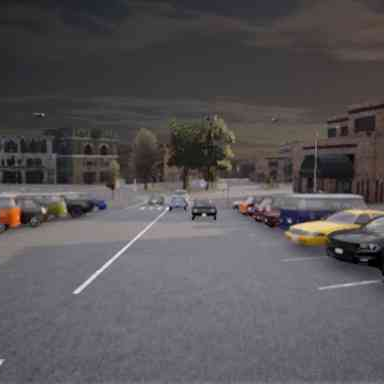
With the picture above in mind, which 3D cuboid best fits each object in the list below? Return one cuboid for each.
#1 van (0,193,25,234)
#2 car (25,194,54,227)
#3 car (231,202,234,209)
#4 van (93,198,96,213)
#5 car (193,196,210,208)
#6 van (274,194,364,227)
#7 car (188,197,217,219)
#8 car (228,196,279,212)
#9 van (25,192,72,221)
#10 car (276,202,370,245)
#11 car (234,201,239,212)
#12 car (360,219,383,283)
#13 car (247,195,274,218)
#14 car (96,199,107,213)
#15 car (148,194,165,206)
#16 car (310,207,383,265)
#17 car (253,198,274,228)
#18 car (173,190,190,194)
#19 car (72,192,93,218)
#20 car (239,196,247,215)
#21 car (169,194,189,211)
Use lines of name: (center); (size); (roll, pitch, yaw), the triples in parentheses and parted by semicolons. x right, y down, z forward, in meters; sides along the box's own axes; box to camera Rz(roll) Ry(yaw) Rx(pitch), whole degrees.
van: (-11.226, 1.127, 16.856); (4.442, 1.987, 1.878); (-1, 1, -19)
car: (-11.010, 1.198, 19.908); (4.553, 1.767, 2.185); (-1, 1, -18)
car: (6.240, 1.215, 30.639); (4.792, 1.488, 2.163); (1, 1, -20)
van: (-10.915, 1.020, 28.857); (4.442, 1.987, 1.878); (-1, 1, -18)
car: (1.067, 1.222, 40.925); (1.895, 1.301, 4.718); (0, 1, -1)
van: (6.482, 1.097, 15.948); (4.442, 1.987, 1.878); (1, 0, -20)
car: (0.982, 1.360, 26.274); (1.895, 1.301, 4.718); (0, 1, 3)
car: (6.242, 1.199, 33.602); (4.674, 1.452, 2.002); (1, 1, -21)
van: (-10.854, 1.070, 22.942); (4.442, 1.987, 1.878); (-1, 0, -18)
car: (6.208, 1.344, 12.907); (5.366, 1.575, 1.946); (1, 1, -20)
car: (6.262, 1.087, 27.693); (4.553, 1.767, 2.185); (1, 0, -20)
car: (6.375, 1.433, 7.091); (4.792, 1.488, 2.163); (1, 1, -20)
car: (6.305, 1.142, 21.793); (4.553, 1.767, 2.185); (1, 0, -20)
car: (-10.718, 1.217, 31.895); (5.008, 1.535, 2.097); (-1, 1, -18)
car: (-4.744, 1.047, 44.837); (2.128, 1.511, 4.902); (0, 1, 1)
car: (6.402, 1.376, 10.036); (5.008, 1.535, 2.097); (1, 1, -20)
car: (6.360, 1.295, 18.851); (5.008, 1.535, 2.097); (1, 1, -20)
car: (-1.558, 0.720, 46.752); (2.150, 2.045, 5.566); (0, 2, 0)
car: (-10.858, 1.019, 25.912); (5.566, 2.045, 2.435); (-1, 0, -18)
car: (6.339, 1.270, 24.764); (4.792, 1.488, 2.163); (1, 0, -20)
car: (-1.448, 1.226, 35.267); (2.033, 1.411, 5.357); (0, 1, -1)
